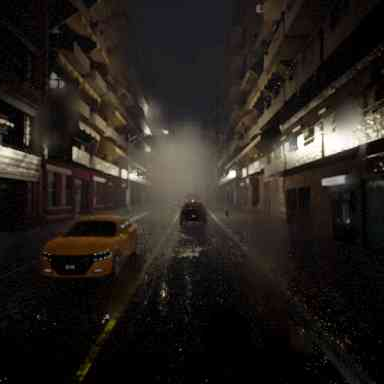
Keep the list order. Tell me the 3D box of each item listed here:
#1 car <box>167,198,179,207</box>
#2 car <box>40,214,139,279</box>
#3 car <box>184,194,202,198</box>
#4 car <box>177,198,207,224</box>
[{"bbox_3d":[-2.816,1.590,51.606,1.895,1.301,4.718,0,0,0],"label":"car"},{"bbox_3d":[-2.850,1.482,10.268,1.882,1.535,5.008,0,0,0],"label":"car"},{"bbox_3d":[0.102,1.218,42.714,2.150,2.045,5.566,0,0,0],"label":"car"},{"bbox_3d":[0.103,1.481,25.062,1.882,1.535,5.008,0,0,0],"label":"car"}]
